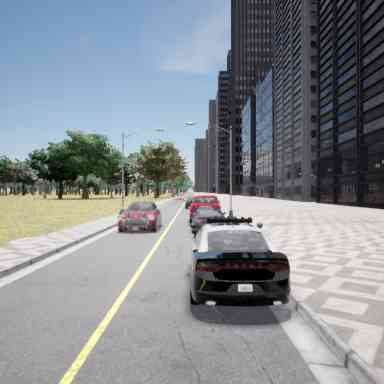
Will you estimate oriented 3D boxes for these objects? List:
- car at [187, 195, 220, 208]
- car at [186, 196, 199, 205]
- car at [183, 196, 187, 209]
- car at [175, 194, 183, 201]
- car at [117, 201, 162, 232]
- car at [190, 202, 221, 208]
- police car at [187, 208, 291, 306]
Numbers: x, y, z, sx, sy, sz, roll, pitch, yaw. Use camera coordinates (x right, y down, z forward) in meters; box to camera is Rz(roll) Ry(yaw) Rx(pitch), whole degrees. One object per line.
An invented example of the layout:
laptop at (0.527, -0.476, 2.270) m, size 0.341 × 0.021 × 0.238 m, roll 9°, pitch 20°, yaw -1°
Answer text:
car at (0.915, 1.213, 24.152) m, size 2.150 × 2.045 × 5.566 m, roll 0°, pitch 0°, yaw 0°
car at (0.038, 1.422, 58.028) m, size 2.128 × 1.511 × 4.902 m, roll 0°, pitch 0°, yaw 0°
car at (0.054, 1.461, 44.989) m, size 1.837 × 1.490 × 4.892 m, roll 0°, pitch 0°, yaw 1°
car at (-2.948, 1.219, 79.244) m, size 2.097 × 1.767 × 4.553 m, roll 0°, pitch 0°, yaw 0°
car at (-2.986, 1.346, 19.773) m, size 2.097 × 1.767 × 4.553 m, roll 0°, pitch 0°, yaw 0°
car at (0.913, 1.521, 18.121) m, size 1.812 × 1.442 × 4.674 m, roll 0°, pitch 0°, yaw 0°
police car at (0.907, 1.425, 8.230) m, size 1.930 × 1.638 × 5.238 m, roll 0°, pitch 0°, yaw 0°
